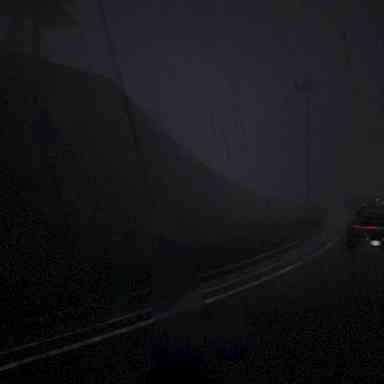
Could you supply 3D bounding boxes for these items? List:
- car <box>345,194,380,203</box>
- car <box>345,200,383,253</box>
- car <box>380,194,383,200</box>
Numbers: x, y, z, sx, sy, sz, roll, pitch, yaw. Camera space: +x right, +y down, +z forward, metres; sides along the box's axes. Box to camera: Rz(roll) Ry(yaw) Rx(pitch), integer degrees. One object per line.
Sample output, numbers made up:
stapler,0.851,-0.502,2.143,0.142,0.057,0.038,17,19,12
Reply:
car,14.927,0.888,29.760,1.882,1.535,5.008,-1,1,18
car,6.746,1.243,11.861,2.128,1.511,4.902,-1,1,33
car,20.379,0.837,36.659,1.895,1.301,4.718,-1,1,13
